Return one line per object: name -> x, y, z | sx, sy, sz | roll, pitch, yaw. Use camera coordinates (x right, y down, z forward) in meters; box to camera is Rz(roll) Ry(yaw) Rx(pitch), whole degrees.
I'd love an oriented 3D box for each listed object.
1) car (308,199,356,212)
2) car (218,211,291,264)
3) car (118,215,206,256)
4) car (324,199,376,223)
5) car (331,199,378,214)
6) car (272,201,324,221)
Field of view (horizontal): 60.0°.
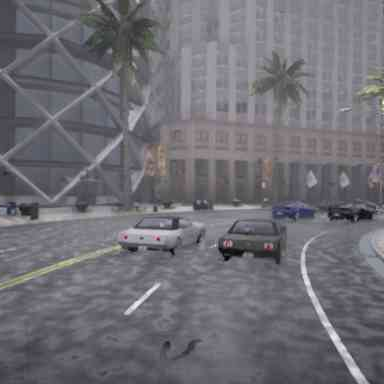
car -> 16.975, 1.617, 40.435 | 5.357, 1.411, 2.033 | 0, 0, -19
car -> 2.369, 1.592, 11.938 | 1.895, 1.301, 4.718 | 0, 0, 19
car -> -0.915, 1.564, 13.095 | 1.895, 1.301, 4.718 | 0, 0, 19
car -> 12.527, 1.515, 25.925 | 5.008, 1.535, 1.882 | 0, 0, -39
car -> 18.126, 1.602, 37.129 | 4.892, 1.490, 1.837 | 0, 0, -19
car -> 8.478, 1.482, 27.089 | 5.008, 1.535, 1.882 | 0, 0, -43
